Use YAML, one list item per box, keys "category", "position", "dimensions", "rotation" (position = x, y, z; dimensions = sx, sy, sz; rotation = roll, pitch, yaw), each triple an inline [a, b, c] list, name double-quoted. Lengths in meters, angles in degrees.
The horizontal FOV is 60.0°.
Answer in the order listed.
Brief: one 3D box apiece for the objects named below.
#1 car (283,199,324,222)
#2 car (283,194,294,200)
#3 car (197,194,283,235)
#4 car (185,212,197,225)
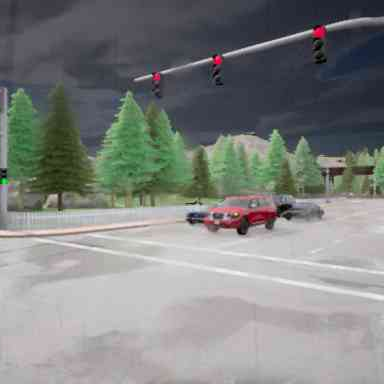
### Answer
- category: "car"
  position: [9.267, 1.565, 27.291]
  dimensions: [2.033, 1.411, 5.357]
  rotation: [0, 0, 38]
- category: "car"
  position: [7.859, 1.235, 31.168]
  dimensions: [2.150, 2.045, 5.566]
  rotation: [0, 0, 38]
- category: "car"
  position: [2.960, 1.226, 19.215]
  dimensions: [2.150, 2.045, 5.566]
  rotation: [0, 0, 38]
- category: "car"
  position: [1.583, 1.602, 23.139]
  dimensions: [1.895, 1.301, 4.718]
  rotation: [0, 0, 38]
